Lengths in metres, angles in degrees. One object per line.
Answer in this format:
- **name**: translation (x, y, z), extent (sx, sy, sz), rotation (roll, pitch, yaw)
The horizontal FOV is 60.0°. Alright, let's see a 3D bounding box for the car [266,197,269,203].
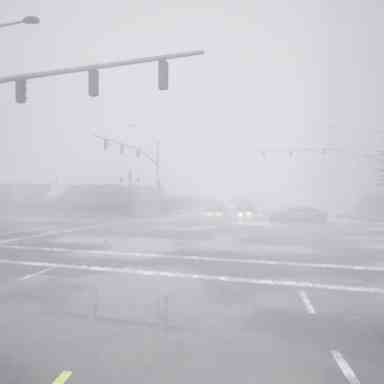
- **car**: translation (15.120, 1.803, 69.816), extent (1.812, 1.442, 4.674), rotation (0, 0, 16)

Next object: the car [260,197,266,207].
- **car**: translation (10.999, 1.748, 56.033), extent (1.812, 1.442, 4.674), rotation (0, 0, 17)

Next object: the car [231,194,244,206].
- **car**: translation (8.061, 1.447, 58.405), extent (2.150, 2.045, 5.566), rotation (0, 0, 16)

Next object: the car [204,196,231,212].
- **car**: translation (3.129, 1.645, 41.645), extent (2.128, 1.511, 4.902), rotation (0, 0, 16)

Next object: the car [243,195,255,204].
- **car**: translation (12.491, 1.632, 73.295), extent (2.097, 1.767, 4.553), rotation (0, 0, 16)

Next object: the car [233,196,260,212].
- **car**: translation (6.982, 1.655, 42.351), extent (2.128, 1.511, 4.902), rotation (0, 0, 16)

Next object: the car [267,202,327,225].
- **car**: translation (7.987, 1.720, 25.178), extent (4.181, 1.385, 1.994), rotation (0, 0, 17)
